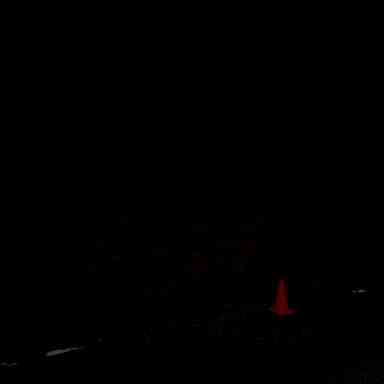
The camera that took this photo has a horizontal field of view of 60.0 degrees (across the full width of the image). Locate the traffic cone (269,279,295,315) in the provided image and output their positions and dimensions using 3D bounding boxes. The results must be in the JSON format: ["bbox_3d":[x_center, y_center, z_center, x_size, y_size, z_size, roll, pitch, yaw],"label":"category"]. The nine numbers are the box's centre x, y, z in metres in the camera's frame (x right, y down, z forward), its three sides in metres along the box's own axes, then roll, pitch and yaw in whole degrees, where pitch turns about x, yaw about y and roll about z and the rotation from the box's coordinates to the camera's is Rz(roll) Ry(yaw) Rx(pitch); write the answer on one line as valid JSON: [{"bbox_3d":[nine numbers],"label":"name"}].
[{"bbox_3d":[1.671,1.920,6.181,0.340,0.580,0.340,0,0,-25],"label":"traffic cone"}]
